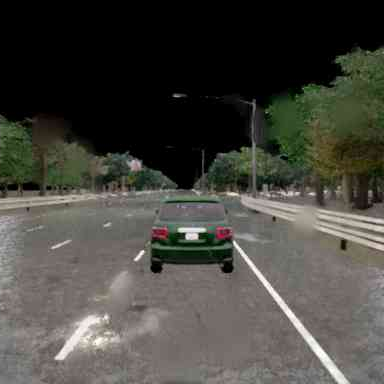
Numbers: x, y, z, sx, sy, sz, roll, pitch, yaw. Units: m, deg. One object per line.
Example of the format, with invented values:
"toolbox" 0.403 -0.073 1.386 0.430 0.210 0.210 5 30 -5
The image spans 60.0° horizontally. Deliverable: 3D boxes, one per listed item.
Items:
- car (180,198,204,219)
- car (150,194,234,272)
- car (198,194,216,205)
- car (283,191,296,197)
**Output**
"car" 0.022 1.247 26.953 1.812 1.442 4.674 0 0 1
"car" -0.002 1.109 10.493 2.150 2.045 5.566 0 1 0
"car" 2.171 1.038 46.631 1.812 1.442 4.674 0 0 12
"car" 26.226 0.461 89.629 1.882 1.535 5.008 1 1 43
